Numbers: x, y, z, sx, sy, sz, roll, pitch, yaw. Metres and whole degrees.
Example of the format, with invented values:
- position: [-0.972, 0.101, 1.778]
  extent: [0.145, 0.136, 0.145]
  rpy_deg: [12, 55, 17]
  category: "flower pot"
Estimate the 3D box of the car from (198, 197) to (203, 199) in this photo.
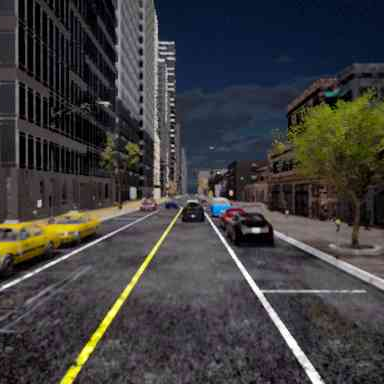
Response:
- position: [0.110, 1.724, 40.712]
  extent: [1.812, 1.442, 4.674]
  rpy_deg: [0, 0, 0]
  category: "car"

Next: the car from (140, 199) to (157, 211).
- position: [-5.673, 1.653, 43.687]
  extent: [1.967, 1.590, 4.097]
  rpy_deg: [-1, 0, 0]
  category: "car"

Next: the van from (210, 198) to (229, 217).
- position: [2.698, 1.500, 32.599]
  extent: [1.690, 1.788, 3.998]
  rpy_deg: [-1, 0, 0]
  category: "van"

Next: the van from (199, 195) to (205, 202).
- position: [2.738, 1.796, 92.863]
  extent: [1.690, 1.788, 3.998]
  rpy_deg: [-1, 0, 0]
  category: "van"

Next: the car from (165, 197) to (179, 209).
- position: [-2.973, 1.844, 49.814]
  extent: [1.895, 1.301, 4.718]
  rpy_deg: [0, 0, 0]
  category: "car"

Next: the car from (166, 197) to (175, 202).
- position: [-5.609, 1.994, 87.277]
  extent: [1.947, 1.339, 4.313]
  rpy_deg: [-1, 0, 0]
  category: "car"

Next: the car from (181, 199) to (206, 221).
- position: [0.110, 1.645, 28.443]
  extent: [1.837, 1.490, 4.892]
  rpy_deg: [0, 0, 0]
  category: "car"

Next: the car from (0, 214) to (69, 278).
- position: [-5.695, 1.576, 10.308]
  extent: [1.752, 1.417, 4.829]
  rpy_deg: [-1, 0, 0]
  category: "car"

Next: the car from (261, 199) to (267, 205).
- position: [16.572, 1.748, 66.920]
  extent: [5.009, 1.841, 2.192]
  rpy_deg: [1, 0, 1]
  category: "car"

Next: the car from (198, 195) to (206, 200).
- position: [2.736, 1.867, 87.218]
  extent: [1.967, 1.590, 4.097]
  rpy_deg: [-1, 0, 0]
  category: "car"

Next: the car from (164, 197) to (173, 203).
- position: [-5.784, 1.924, 81.464]
  extent: [1.752, 1.417, 4.829]
  rpy_deg: [-1, 0, 0]
  category: "car"

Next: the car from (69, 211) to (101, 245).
- position: [-5.691, 1.603, 15.842]
  extent: [1.752, 1.417, 4.829]
  rpy_deg: [-1, 0, 0]
  category: "car"

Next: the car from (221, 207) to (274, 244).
- position: [2.690, 1.644, 15.995]
  extent: [1.947, 1.339, 4.313]
  rpy_deg: [-1, 0, 0]
  category: "car"

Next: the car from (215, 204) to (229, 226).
- position: [2.694, 1.687, 21.529]
  extent: [1.802, 1.307, 4.206]
  rpy_deg: [-1, 0, 0]
  category: "car"
